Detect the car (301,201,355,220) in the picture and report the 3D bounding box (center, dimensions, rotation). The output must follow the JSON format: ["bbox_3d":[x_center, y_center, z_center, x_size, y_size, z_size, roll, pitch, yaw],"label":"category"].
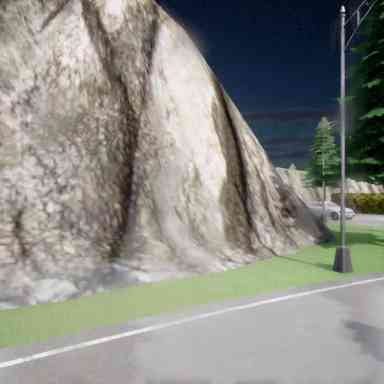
[{"bbox_3d":[11.287,1.526,27.983,1.812,1.442,4.674,0,0,-28],"label":"car"}]

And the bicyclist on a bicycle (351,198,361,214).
[{"bbox_3d":[16.458,1.453,33.365,1.656,1.620,0.582,0,0,-28],"label":"bicyclist on a bicycle"}]
